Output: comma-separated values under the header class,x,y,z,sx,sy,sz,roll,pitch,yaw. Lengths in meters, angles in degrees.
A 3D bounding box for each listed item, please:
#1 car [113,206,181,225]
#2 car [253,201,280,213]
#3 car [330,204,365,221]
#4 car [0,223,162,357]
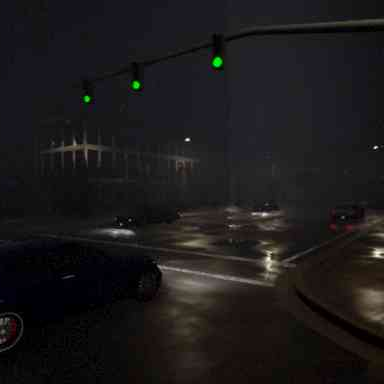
class,x,y,z,sx,sy,sz,roll,pitch,yaw
car,-3.013,1.700,23.577,2.033,1.411,5.357,-1,0,36
car,8.914,1.714,39.911,1.994,1.385,4.181,-1,0,36
car,12.963,1.651,27.496,1.895,1.301,4.718,-1,0,36
car,-2.569,1.580,6.193,1.812,1.442,4.674,-1,0,36
